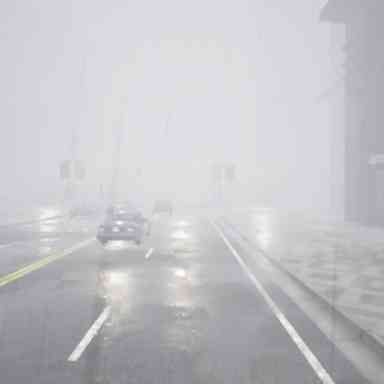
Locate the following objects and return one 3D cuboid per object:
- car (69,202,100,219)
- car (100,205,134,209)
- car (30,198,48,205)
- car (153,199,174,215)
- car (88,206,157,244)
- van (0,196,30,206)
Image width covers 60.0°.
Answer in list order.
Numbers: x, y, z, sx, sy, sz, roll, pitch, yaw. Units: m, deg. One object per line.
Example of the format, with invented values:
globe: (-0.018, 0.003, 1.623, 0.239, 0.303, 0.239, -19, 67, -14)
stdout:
car: (-9.747, 1.639, 30.731, 1.994, 1.385, 4.181, 0, 0, 0)
car: (-6.497, 1.424, 30.729, 2.033, 1.411, 5.357, 0, 0, 0)
car: (-30.534, 1.762, 65.262, 4.313, 1.339, 1.947, 0, 0, 0)
car: (-3.147, 1.549, 37.013, 2.097, 1.767, 4.553, 0, 0, 0)
car: (-3.148, 1.636, 16.277, 2.033, 1.411, 5.357, 0, 0, 0)
van: (-30.540, 1.600, 56.736, 3.998, 1.788, 1.690, 0, 0, 0)
